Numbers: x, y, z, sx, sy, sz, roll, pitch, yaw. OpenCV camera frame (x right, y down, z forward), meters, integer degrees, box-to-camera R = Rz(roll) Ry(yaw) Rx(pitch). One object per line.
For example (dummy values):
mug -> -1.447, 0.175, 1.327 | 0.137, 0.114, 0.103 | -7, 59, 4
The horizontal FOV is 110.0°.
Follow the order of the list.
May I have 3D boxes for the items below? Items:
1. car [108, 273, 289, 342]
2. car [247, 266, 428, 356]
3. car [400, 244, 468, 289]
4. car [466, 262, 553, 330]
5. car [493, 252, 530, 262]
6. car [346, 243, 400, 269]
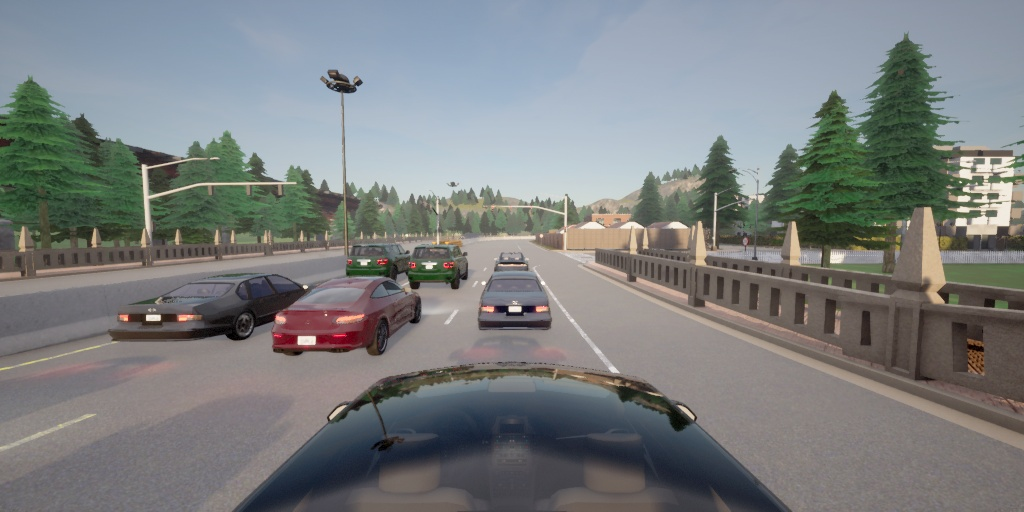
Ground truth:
car -> -6.946, 1.156, 9.436 | 2.033, 1.411, 5.357 | 0, 2, 0
car -> -3.440, 1.172, 8.262 | 1.812, 1.442, 4.674 | 0, 2, -1
car -> -3.506, 0.399, 17.798 | 2.150, 2.045, 5.566 | 0, 4, 0
car -> 0.048, 1.121, 10.419 | 2.033, 1.411, 5.357 | 0, 2, 0
car -> -0.022, 0.529, 20.115 | 2.128, 1.511, 4.902 | 0, 3, 0
car -> -7.020, 0.285, 19.624 | 2.150, 2.045, 5.566 | 0, 4, 0
